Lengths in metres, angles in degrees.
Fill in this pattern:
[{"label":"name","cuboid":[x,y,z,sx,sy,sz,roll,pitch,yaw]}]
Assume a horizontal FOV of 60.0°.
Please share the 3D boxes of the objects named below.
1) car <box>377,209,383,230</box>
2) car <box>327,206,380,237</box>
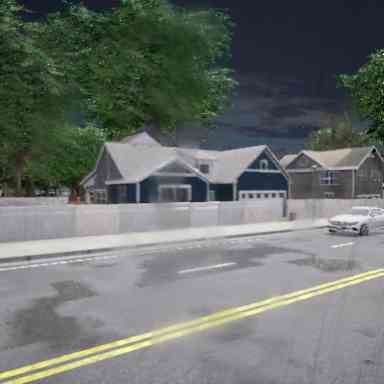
[{"label":"car","cuboid":[11.196,1.553,15.664,5.357,1.411,2.033,0,0,-35]},{"label":"car","cuboid":[9.421,1.531,18.387,4.674,1.442,1.812,0,0,-35]}]
